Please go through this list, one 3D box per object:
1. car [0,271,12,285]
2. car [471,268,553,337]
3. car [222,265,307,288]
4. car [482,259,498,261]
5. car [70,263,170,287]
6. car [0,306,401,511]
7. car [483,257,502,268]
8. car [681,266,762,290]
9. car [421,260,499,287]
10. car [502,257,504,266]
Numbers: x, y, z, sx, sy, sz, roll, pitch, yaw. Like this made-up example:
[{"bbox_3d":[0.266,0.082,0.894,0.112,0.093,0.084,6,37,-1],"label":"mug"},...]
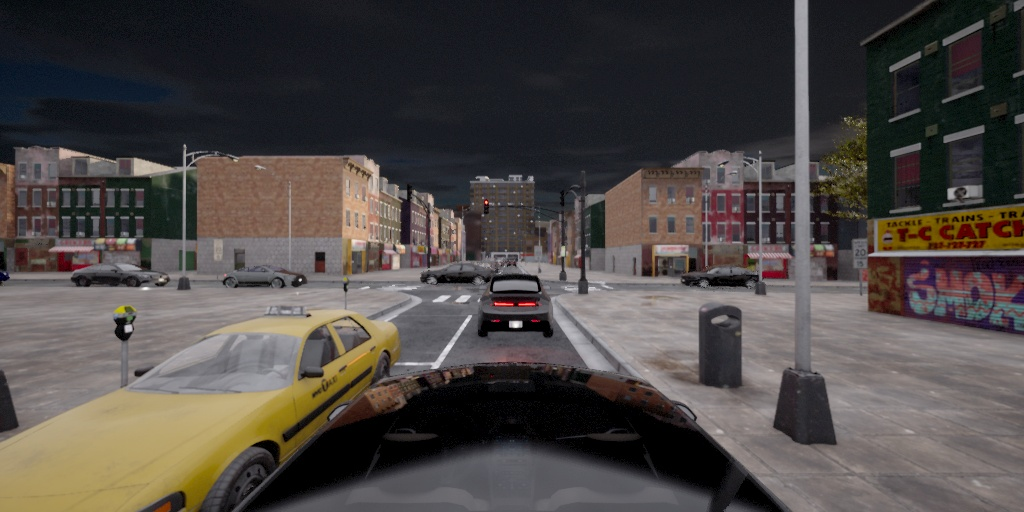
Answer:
[{"bbox_3d":[-32.919,1.152,21.071,4.718,1.301,1.895,0,0,0],"label":"car"},{"bbox_3d":[0.086,1.260,10.320,1.837,1.490,4.892,0,0,0],"label":"car"},{"bbox_3d":[-14.501,1.227,21.183,4.181,1.385,1.994,0,0,0],"label":"car"},{"bbox_3d":[-2.678,1.315,35.894,1.751,1.417,4.829,0,0,0],"label":"car"},{"bbox_3d":[-23.022,1.128,21.133,4.674,1.442,1.812,0,0,0],"label":"car"},{"bbox_3d":[-2.640,1.276,3.937,1.751,1.417,4.829,0,0,0],"label":"car"},{"bbox_3d":[-2.684,1.115,41.507,2.192,1.841,5.009,0,0,0],"label":"car"},{"bbox_3d":[14.136,1.426,24.312,5.008,1.535,1.882,1,0,0],"label":"car"},{"bbox_3d":[-3.598,1.237,24.206,5.008,1.535,1.882,1,0,0],"label":"car"},{"bbox_3d":[-2.710,1.381,63.112,1.751,1.417,4.829,0,0,0],"label":"car"}]
